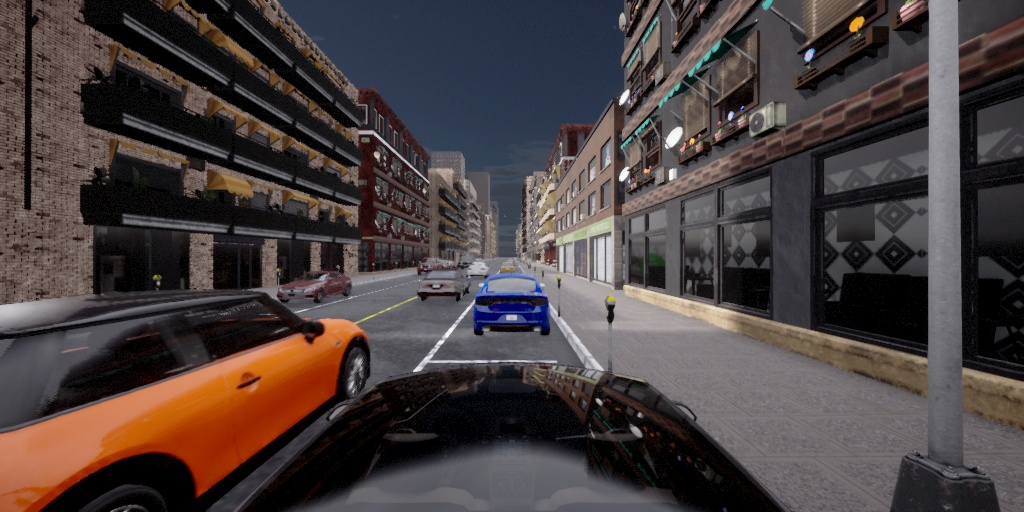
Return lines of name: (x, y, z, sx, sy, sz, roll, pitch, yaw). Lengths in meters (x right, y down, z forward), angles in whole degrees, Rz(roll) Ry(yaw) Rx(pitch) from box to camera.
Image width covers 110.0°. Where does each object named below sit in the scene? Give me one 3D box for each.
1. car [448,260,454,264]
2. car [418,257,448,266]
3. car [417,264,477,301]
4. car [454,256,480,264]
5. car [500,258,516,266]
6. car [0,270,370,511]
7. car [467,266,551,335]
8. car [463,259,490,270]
car: (-8.837, 1.188, 44.643, 1.967, 1.591, 4.097, 0, 0, 0)
car: (-8.837, 1.064, 39.007, 2.192, 1.841, 5.009, 0, 0, 0)
car: (-3.138, 1.298, 17.442, 2.033, 1.411, 5.357, 0, 0, 0)
car: (-6.154, 0.974, 49.436, 2.150, 2.045, 5.566, 0, 0, 0)
car: (-0.456, 1.275, 39.173, 1.751, 1.417, 4.829, 0, 0, 0)
car: (-3.146, 1.101, 3.475, 2.097, 1.767, 4.553, 0, 0, 0)
car: (-0.005, 1.228, 10.499, 1.882, 1.535, 5.008, 0, 0, 0)
car: (-3.126, 1.275, 33.821, 1.812, 1.442, 4.674, 0, 0, 0)
